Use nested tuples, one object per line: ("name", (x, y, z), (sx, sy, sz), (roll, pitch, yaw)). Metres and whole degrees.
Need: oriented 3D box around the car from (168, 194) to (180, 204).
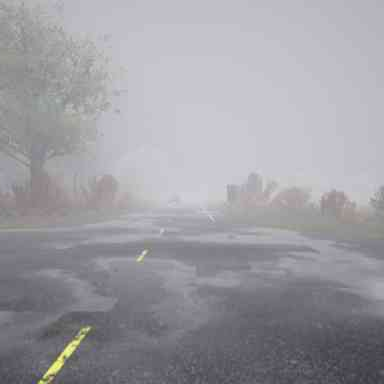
("car", (-3.517, 1.361, 67.128), (2.150, 2.045, 5.566), (0, 0, 0))
